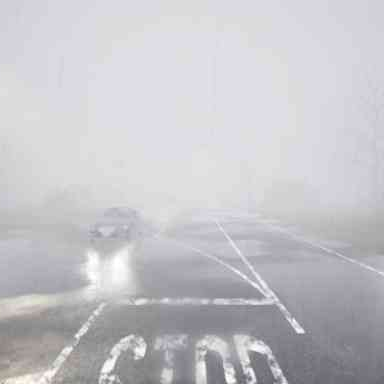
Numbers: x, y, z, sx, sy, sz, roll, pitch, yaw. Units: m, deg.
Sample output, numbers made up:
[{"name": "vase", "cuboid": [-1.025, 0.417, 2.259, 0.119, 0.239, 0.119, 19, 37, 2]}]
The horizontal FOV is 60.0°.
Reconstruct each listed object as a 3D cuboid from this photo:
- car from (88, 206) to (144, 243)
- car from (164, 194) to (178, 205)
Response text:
[{"name": "car", "cuboid": [-3.495, 1.464, 16.054, 2.128, 1.511, 4.902, 0, 0, 0]}, {"name": "car", "cuboid": [-3.513, 1.266, 55.638, 2.097, 1.767, 4.553, 0, 0, 0]}]
